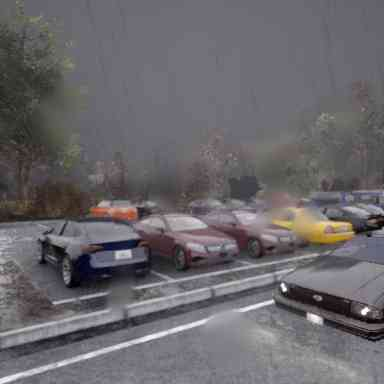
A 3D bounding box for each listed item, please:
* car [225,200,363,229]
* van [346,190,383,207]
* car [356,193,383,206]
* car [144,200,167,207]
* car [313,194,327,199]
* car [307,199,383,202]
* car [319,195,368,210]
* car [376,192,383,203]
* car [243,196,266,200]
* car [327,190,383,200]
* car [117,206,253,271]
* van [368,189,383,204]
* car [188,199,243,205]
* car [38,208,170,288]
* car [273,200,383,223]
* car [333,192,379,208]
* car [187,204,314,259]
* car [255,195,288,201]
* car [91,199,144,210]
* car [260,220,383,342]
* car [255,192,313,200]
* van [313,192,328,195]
[{"bbox_3d":[4.014,1.341,14.141,1.946,1.575,5.366,0,0,-35],"label":"car"},{"bbox_3d":[22.197,0.780,42.229,1.878,1.987,4.442,-2,1,-35],"label":"van"},{"bbox_3d":[24.575,0.947,43.766,2.231,1.521,4.892,-2,1,-35],"label":"car"},{"bbox_3d":[-3.249,1.343,24.179,2.097,1.535,5.008,0,0,-35],"label":"car"},{"bbox_3d":[10.616,1.277,33.934,2.097,1.535,5.008,0,0,-35],"label":"car"},{"bbox_3d":[8.739,1.323,17.247,2.097,1.535,5.008,0,0,-35],"label":"car"},{"bbox_3d":[17.635,1.156,38.915,2.163,1.488,4.792,-2,1,-35],"label":"car"},{"bbox_3d":[29.091,0.828,46.942,2.097,1.535,5.008,-1,1,-35],"label":"car"},{"bbox_3d":[3.693,1.341,29.033,2.163,1.488,4.792,0,0,-35],"label":"car"},{"bbox_3d":[11.068,1.061,18.846,2.435,2.045,5.566,0,0,-35],"label":"car"},{"bbox_3d":[-0.502,1.405,10.739,2.002,1.452,4.674,0,0,-35],"label":"car"},{"bbox_3d":[26.818,0.660,45.478,1.878,1.987,4.442,-1,1,-35],"label":"van"},{"bbox_3d":[1.465,1.323,27.510,2.231,1.521,4.892,0,0,-35],"label":"car"},{"bbox_3d":[-2.829,1.405,9.134,2.163,1.488,4.792,0,0,-35],"label":"car"},{"bbox_3d":[6.435,1.333,15.613,2.097,1.535,5.008,0,0,-35],"label":"car"},{"bbox_3d":[19.875,0.943,40.413,2.185,1.767,4.553,-1,1,-35],"label":"car"},{"bbox_3d":[1.809,1.394,12.365,2.002,1.452,4.674,0,0,-35],"label":"car"},{"bbox_3d":[6.002,1.331,30.658,2.163,1.488,4.792,0,0,-35],"label":"car"},{"bbox_3d":[-5.442,1.228,22.604,2.185,1.767,4.553,0,0,-35],"label":"car"},{"bbox_3d":[4.013,1.498,6.540,5.357,1.411,2.033,0,0,-35],"label":"car"},{"bbox_3d":[8.310,1.040,32.283,2.435,2.045,5.566,0,0,-35],"label":"car"},{"bbox_3d":[15.406,0.961,37.163,1.878,1.987,4.442,-1,1,-35],"label":"van"}]
